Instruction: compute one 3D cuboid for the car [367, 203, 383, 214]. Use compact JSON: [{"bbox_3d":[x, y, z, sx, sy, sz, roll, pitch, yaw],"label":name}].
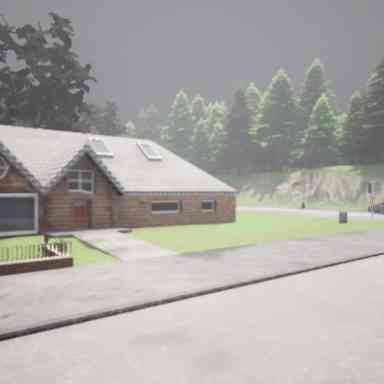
[{"bbox_3d":[20.024,1.591,33.484,1.994,1.385,4.181,0,0,-34],"label":"car"}]
